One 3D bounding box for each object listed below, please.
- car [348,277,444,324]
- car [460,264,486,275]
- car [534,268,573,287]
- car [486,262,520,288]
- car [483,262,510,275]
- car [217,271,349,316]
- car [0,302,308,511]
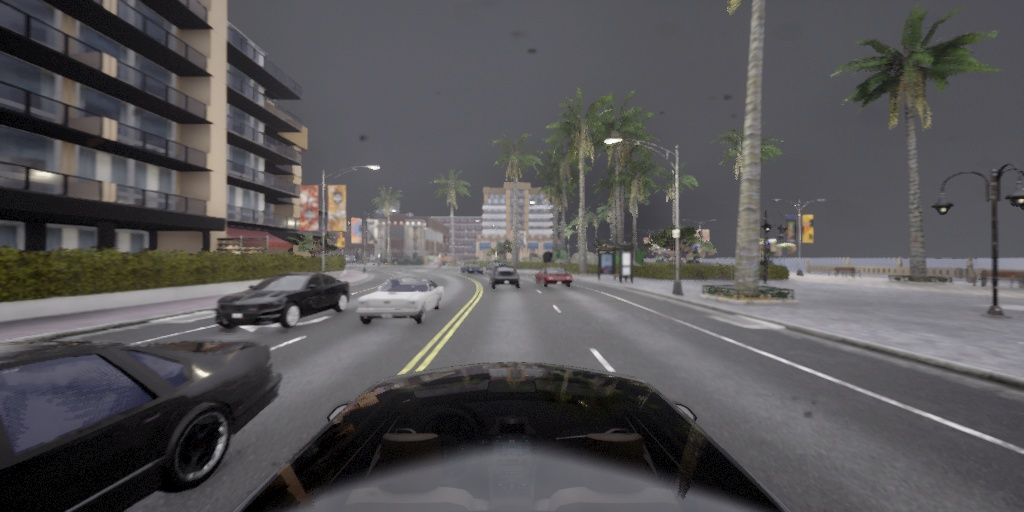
[{"bbox_3d":[-3.615,1.410,12.388,1.895,1.301,4.718,0,0,-2],"label":"car"},{"bbox_3d":[-4.848,1.574,42.462,1.895,1.301,4.718,0,0,-20],"label":"car"},{"bbox_3d":[2.832,1.482,25.631,1.895,1.301,4.718,0,0,-7],"label":"car"},{"bbox_3d":[-0.607,1.383,24.854,1.837,1.490,4.892,0,0,-7],"label":"car"},{"bbox_3d":[-1.976,1.489,44.634,1.837,1.490,4.892,1,-1,-21],"label":"car"},{"bbox_3d":[-7.126,1.283,11.772,1.882,1.535,5.008,0,0,0],"label":"car"},{"bbox_3d":[-3.599,1.299,1.830,2.033,1.411,5.357,0,0,0],"label":"car"}]
